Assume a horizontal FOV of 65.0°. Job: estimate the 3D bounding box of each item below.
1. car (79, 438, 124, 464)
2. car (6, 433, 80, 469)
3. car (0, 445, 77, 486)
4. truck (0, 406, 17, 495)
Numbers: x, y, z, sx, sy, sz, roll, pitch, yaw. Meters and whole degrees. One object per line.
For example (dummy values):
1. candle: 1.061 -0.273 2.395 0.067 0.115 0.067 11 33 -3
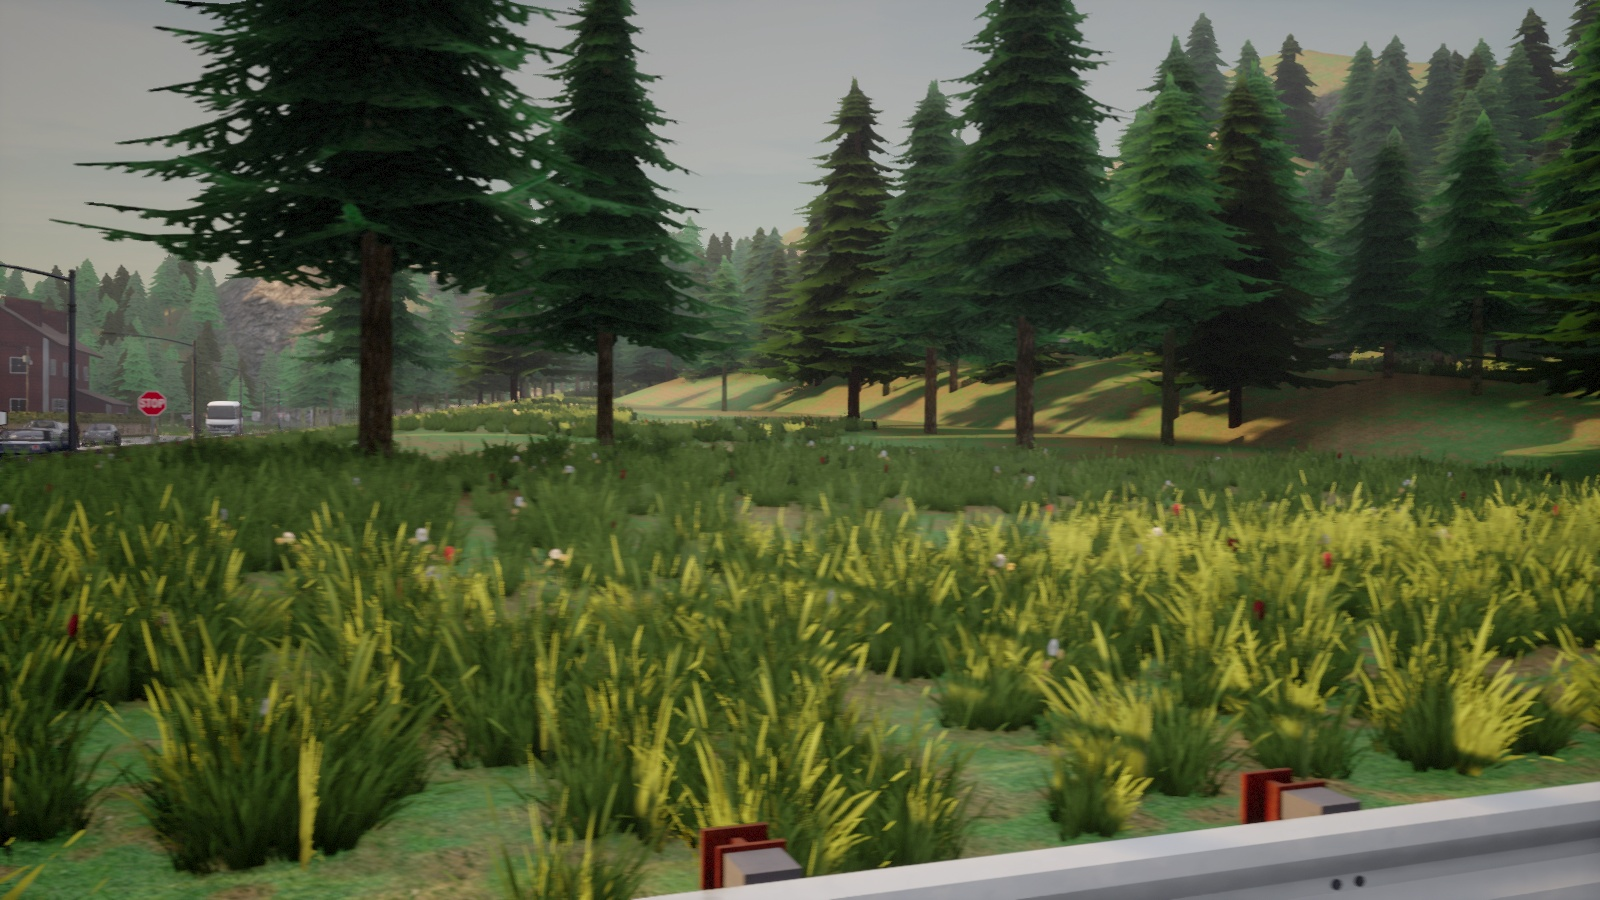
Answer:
1. car: -42.100 0.060 75.755 1.845 1.501 3.633 -1 1 -21
2. car: -36.897 0.004 61.333 2.152 1.651 5.027 -1 1 -20
3. car: -26.942 0.499 44.068 1.895 1.301 4.718 -1 1 -20
4. truck: -23.222 0.027 33.735 2.627 2.467 5.204 -1 0 -20
